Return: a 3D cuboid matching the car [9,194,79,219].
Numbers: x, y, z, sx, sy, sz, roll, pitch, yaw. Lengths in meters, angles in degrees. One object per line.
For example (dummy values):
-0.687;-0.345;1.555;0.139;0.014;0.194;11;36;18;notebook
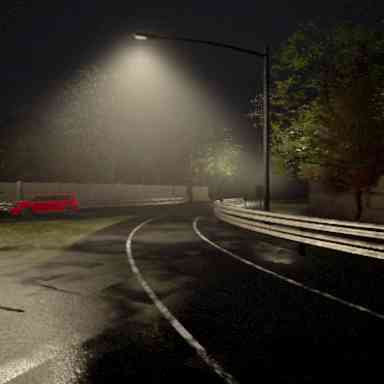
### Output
-12.697;1.162;28.897;5.566;2.045;2.150;0;0;-38;car
